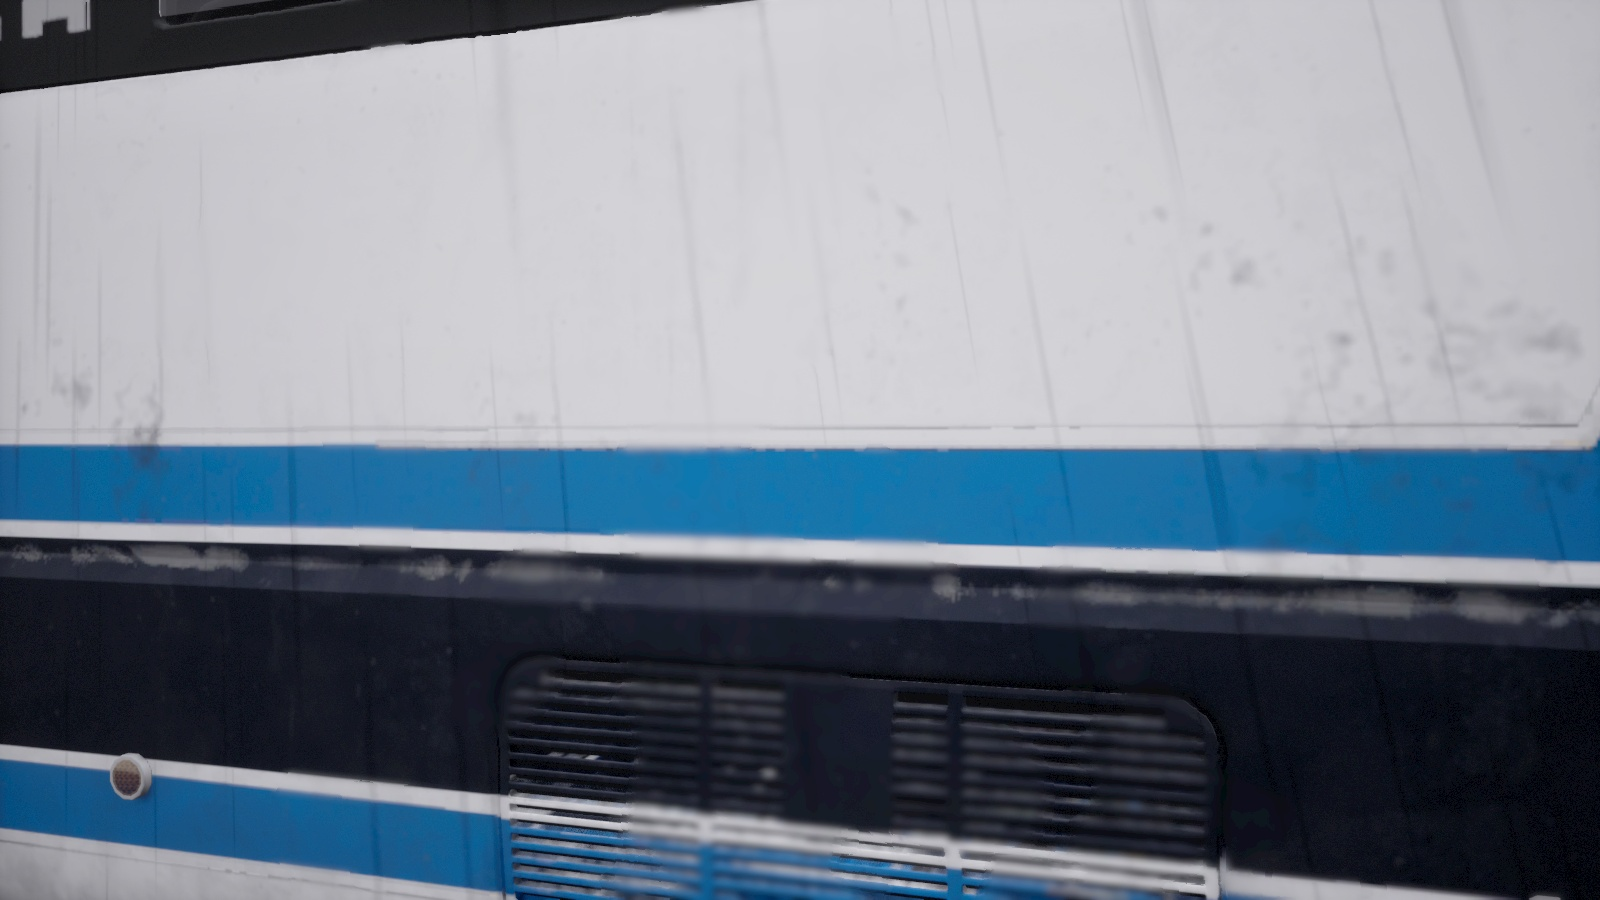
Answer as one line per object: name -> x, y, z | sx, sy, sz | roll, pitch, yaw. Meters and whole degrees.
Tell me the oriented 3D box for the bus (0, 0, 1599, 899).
bus -> -0.127, -0.610, 3.748 | 10.273, 4.253, 3.944 | 1, 1, 19
